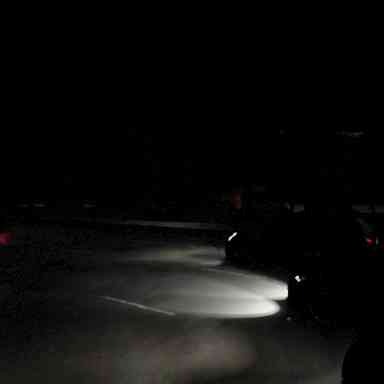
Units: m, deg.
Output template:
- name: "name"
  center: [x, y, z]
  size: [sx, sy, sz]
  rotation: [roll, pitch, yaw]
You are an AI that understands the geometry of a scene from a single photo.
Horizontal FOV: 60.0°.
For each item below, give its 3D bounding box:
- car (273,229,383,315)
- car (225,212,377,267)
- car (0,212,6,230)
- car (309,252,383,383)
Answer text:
- name: "car"
  center: [3.794, 1.564, 5.587]
  size: [4.181, 1.385, 1.994]
  rotation: [-1, -1, 36]
- name: "car"
  center: [3.285, 1.400, 10.248]
  size: [4.553, 1.767, 2.097]
  rotation: [-1, -1, 35]
- name: "car"
  center: [-15.110, 1.760, 23.364]
  size: [4.553, 1.767, 2.097]
  rotation: [-1, -1, 35]
- name: "car"
  center: [3.404, 1.447, 1.564]
  size: [5.008, 1.535, 1.882]
  rotation: [-1, -1, 36]
